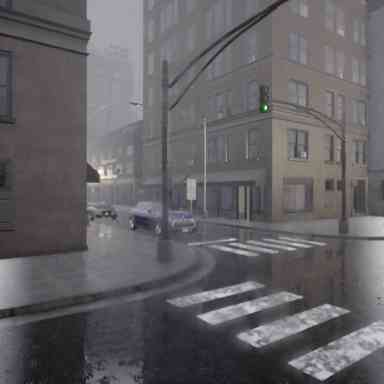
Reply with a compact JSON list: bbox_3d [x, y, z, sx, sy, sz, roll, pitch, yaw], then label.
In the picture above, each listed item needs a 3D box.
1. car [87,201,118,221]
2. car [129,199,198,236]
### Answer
[{"bbox_3d":[-7.418,1.425,26.084,1.994,1.385,4.181,0,0,-35],"label":"car"},{"bbox_3d":[-1.624,1.266,17.977,2.097,1.767,4.553,0,0,-36],"label":"car"}]
